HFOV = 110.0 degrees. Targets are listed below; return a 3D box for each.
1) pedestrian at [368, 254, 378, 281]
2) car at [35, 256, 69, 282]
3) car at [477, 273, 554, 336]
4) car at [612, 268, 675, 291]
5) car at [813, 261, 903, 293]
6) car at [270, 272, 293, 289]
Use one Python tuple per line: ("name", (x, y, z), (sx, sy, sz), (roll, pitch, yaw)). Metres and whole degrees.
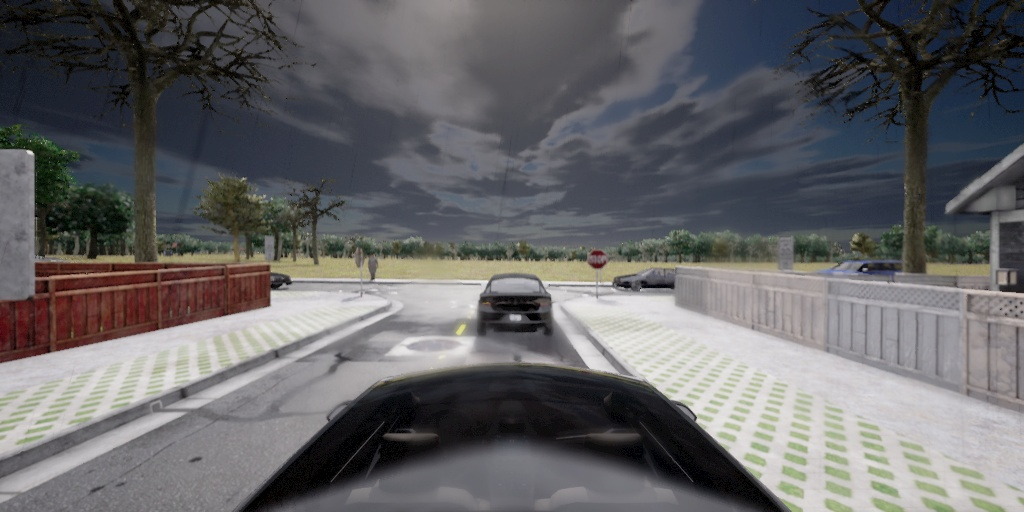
("pedestrian", (-9.755, 0.765, 25.155), (0.375, 1.860, 0.375), (0, -1, -1))
("car", (-27.395, 0.595, 19.132), (5.566, 2.045, 2.150), (1, 0, 0))
("car", (0.078, 1.232, 10.468), (1.882, 1.535, 5.008), (0, 0, 0))
("car", (9.109, 1.450, 22.419), (5.357, 1.411, 2.033), (1, 0, -1))
("car", (21.907, 1.305, 22.544), (5.566, 2.045, 2.150), (1, 0, -1))
("car", (-14.896, 1.113, 19.244), (5.357, 1.411, 2.033), (1, 0, -1))
